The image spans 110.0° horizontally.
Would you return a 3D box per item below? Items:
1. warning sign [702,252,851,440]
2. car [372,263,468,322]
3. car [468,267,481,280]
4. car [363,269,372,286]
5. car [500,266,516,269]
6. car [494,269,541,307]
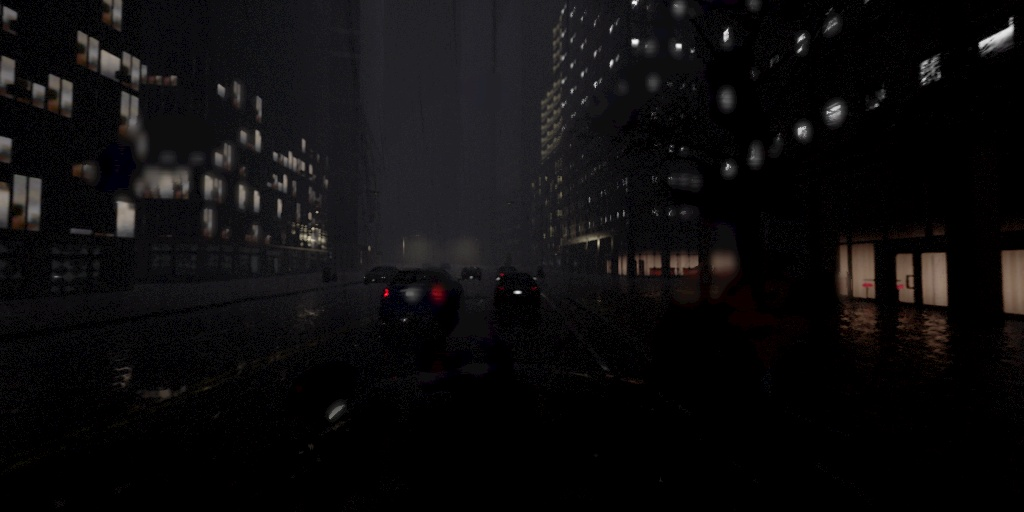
[{"bbox_3d":[2.865,0.890,4.032,1.300,1.860,1.060,0,0,1],"label":"warning sign"},{"bbox_3d":[-3.023,1.215,12.942,2.097,1.767,4.553,0,-1,0],"label":"car"},{"bbox_3d":[-3.975,1.696,35.457,1.895,1.301,4.718,0,-1,-5],"label":"car"},{"bbox_3d":[-10.160,1.514,28.301,1.837,1.490,4.892,0,-1,-4],"label":"car"},{"bbox_3d":[-0.407,1.614,31.902,2.033,1.411,5.357,0,-1,-4],"label":"car"},{"bbox_3d":[0.220,1.468,16.500,1.994,1.385,4.181,0,-1,0],"label":"car"}]
